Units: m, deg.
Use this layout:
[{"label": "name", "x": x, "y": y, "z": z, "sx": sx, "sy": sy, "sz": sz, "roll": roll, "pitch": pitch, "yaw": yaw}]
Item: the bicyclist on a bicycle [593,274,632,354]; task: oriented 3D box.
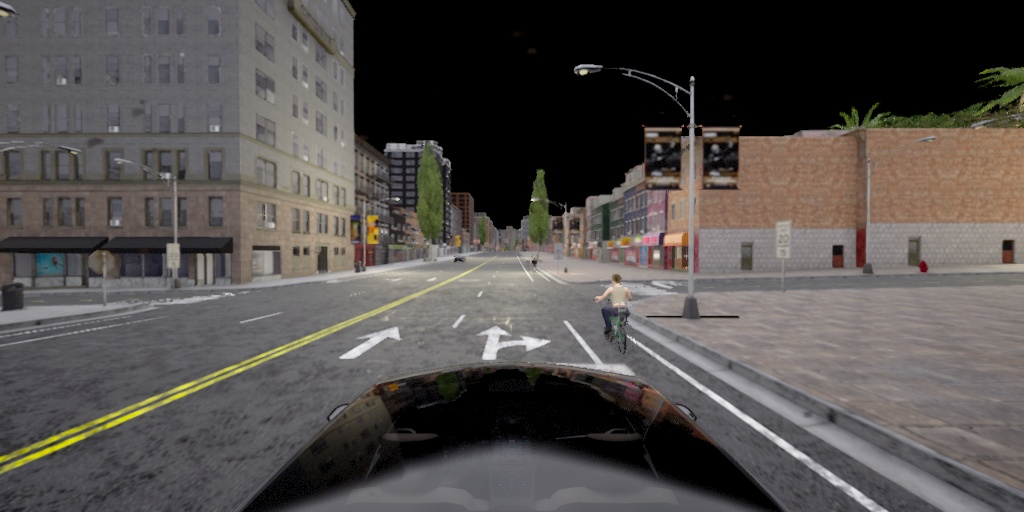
[{"label": "bicyclist on a bicycle", "x": 2.231, "y": 1.185, "z": 7.754, "sx": 0.866, "sy": 1.612, "sz": 1.509, "roll": 0, "pitch": 0, "yaw": 0}]

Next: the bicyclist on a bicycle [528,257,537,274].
[{"label": "bicyclist on a bicycle", "x": 2.255, "y": 0.970, "z": 36.353, "sx": 0.659, "sy": 1.776, "sz": 1.843, "roll": 0, "pitch": 1, "yaw": 0}]

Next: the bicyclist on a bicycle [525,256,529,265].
[{"label": "bicyclist on a bicycle", "x": 2.255, "y": 0.787, "z": 50.487, "sx": 0.866, "sy": 1.612, "sz": 1.509, "roll": 0, "pitch": 1, "yaw": 0}]
